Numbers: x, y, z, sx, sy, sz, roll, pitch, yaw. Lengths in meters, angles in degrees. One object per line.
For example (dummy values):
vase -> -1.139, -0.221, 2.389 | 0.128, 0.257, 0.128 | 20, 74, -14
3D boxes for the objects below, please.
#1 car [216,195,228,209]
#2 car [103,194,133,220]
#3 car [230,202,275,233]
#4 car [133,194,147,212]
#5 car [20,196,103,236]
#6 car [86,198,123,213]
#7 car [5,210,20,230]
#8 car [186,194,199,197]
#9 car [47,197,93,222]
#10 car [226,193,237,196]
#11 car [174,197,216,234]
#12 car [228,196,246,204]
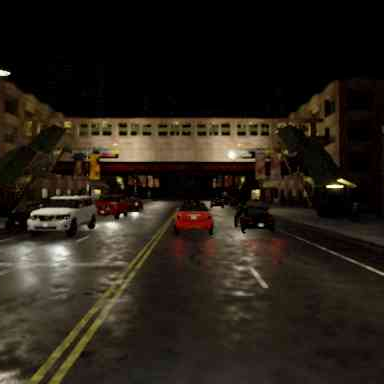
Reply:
car -> 3.549, 1.583, 47.141 | 2.033, 1.411, 5.357 | 0, 0, 1
car -> -7.038, 1.244, 29.099 | 2.150, 2.045, 5.566 | 0, 0, 1
car -> 3.599, 1.540, 19.666 | 1.812, 1.442, 4.674 | 0, 0, 0
car -> -7.028, 1.382, 39.231 | 2.097, 1.767, 4.553 | 0, 0, 1
car -> -7.057, 1.236, 18.801 | 2.150, 2.045, 5.566 | 0, 0, 1
car -> -10.006, 1.510, 38.488 | 2.231, 1.521, 4.892 | 0, 0, 10
car -> -9.901, 1.496, 21.288 | 2.097, 1.535, 5.008 | 0, 0, 0
car -> 0.046, 1.258, 47.032 | 2.150, 2.045, 5.566 | 0, 0, 1
car -> -10.041, 1.376, 27.713 | 2.185, 1.767, 4.553 | 0, 0, 0
car -> 6.678, 1.271, 57.114 | 2.435, 2.045, 5.566 | 0, 0, 0
car -> 0.099, 1.367, 19.634 | 2.097, 1.767, 4.553 | 0, 0, 0
car -> 6.724, 1.632, 49.717 | 1.895, 1.301, 4.718 | 0, 0, 0
